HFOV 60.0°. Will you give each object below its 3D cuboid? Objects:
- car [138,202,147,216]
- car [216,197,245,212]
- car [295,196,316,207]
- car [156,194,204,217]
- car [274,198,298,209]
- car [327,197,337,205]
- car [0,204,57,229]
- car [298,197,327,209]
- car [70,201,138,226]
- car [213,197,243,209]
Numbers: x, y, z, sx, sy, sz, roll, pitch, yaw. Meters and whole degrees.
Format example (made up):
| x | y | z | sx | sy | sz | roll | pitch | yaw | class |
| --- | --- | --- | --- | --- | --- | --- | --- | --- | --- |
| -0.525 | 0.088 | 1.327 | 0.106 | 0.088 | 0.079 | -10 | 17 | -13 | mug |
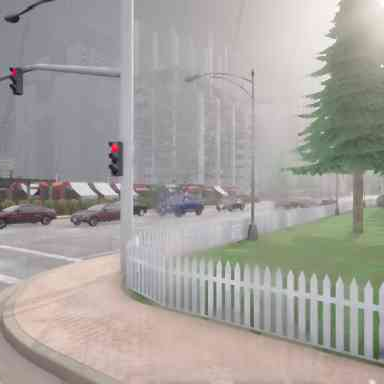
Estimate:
| x | y | z | sx | sy | sz | roll | pitch | yaw | class |
| --- | --- | --- | --- | --- | --- | --- | --- | --- | --- |
| -6.169 | 1.478 | 29.887 | 1.882 | 1.535 | 5.008 | 0 | 0 | 34 | car |
| 4.669 | 1.492 | 39.694 | 2.128 | 1.511 | 4.902 | 0 | 0 | 34 | car |
| 18.269 | 1.478 | 53.306 | 1.882 | 1.535 | 5.008 | 0 | 0 | 34 | car |
| -0.964 | 1.221 | 31.352 | 2.150 | 2.045 | 5.566 | 0 | 0 | 34 | car |
| 12.782 | 1.547 | 45.155 | 2.033 | 1.411 | 5.357 | 0 | 0 | 34 | car |
| 21.100 | 1.526 | 51.245 | 1.812 | 1.442 | 4.674 | 0 | 0 | 34 | car |
| -11.386 | 1.526 | 22.140 | 1.812 | 1.442 | 4.674 | 0 | 0 | 36 | car |
| 15.647 | 1.563 | 43.143 | 1.994 | 1.385 | 4.181 | 0 | 0 | 34 | car |
| -6.271 | 1.526 | 23.431 | 1.812 | 1.442 | 4.674 | 0 | 0 | 34 | car |
| 5.181 | 1.492 | 46.672 | 2.128 | 1.511 | 4.902 | 0 | 0 | 34 | car |
